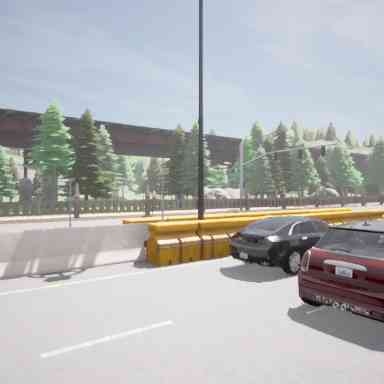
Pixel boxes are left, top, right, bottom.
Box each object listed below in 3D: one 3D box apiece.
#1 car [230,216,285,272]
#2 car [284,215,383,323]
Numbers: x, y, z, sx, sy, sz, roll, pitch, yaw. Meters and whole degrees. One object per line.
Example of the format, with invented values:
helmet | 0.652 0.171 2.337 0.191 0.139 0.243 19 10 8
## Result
car | 3.379 1.509 10.466 4.892 1.490 1.837 1 0 -36
car | 4.262 1.357 6.796 4.553 1.767 2.097 0 0 -36
